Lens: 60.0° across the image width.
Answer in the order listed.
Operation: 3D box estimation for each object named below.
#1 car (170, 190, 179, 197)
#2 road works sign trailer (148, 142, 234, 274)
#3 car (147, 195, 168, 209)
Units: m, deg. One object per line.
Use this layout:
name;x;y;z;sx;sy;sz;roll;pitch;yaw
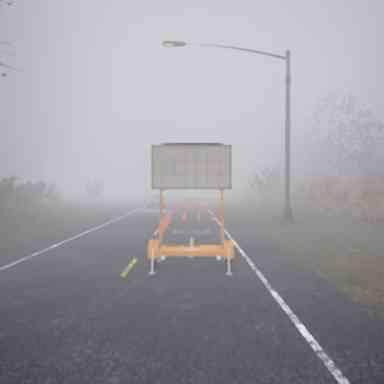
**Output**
car;-3.966;0.292;76.682;1.882;1.535;5.008;0;1;0
road works sign trailer;-0.009;0.323;10.000;2.380;3.560;2.880;0;1;1
car;-3.725;1.017;36.254;1.812;1.442;4.674;0;1;0
